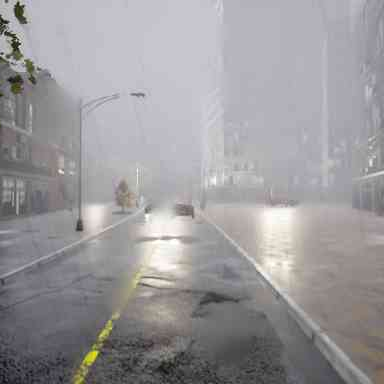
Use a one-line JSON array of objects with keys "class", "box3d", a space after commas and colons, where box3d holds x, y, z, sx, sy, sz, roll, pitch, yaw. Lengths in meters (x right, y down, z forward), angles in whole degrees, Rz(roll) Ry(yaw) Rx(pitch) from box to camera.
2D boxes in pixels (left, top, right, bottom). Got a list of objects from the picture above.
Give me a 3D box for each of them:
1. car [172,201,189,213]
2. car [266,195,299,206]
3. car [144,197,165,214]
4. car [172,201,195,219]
[{"class": "car", "box3d": [-1.495, 1.750, 40.630, 1.895, 1.301, 4.718, 0, 0, -4]}, {"class": "car", "box3d": [13.957, 1.382, 51.418, 5.009, 1.841, 2.192, 0, -1, 15]}, {"class": "car", "box3d": [-4.143, 1.483, 37.183, 2.097, 1.767, 4.553, 0, 0, -4]}, {"class": "car", "box3d": [-0.810, 1.591, 30.685, 1.882, 1.535, 5.008, 0, 0, -3]}]
